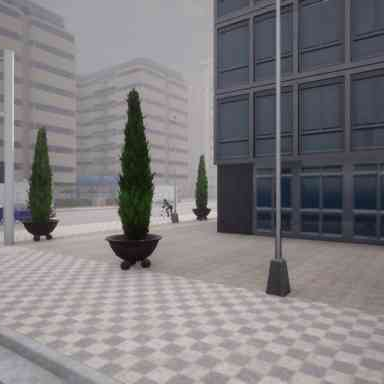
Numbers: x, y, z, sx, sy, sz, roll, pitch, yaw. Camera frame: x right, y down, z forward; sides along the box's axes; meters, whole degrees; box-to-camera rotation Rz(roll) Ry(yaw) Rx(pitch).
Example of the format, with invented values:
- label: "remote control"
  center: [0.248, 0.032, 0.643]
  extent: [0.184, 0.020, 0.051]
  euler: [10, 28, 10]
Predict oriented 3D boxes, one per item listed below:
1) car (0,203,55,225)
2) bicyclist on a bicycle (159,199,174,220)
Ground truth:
- label: "car"
  center: [-12.815, 1.533, 24.964]
  extent: [1.882, 1.535, 5.008]
  euler: [0, 0, 36]
- label: "bicyclist on a bicycle"
  center: [-1.975, 1.356, 25.864]
  extent: [1.656, 1.620, 0.582]
  euler: [0, 0, 35]
